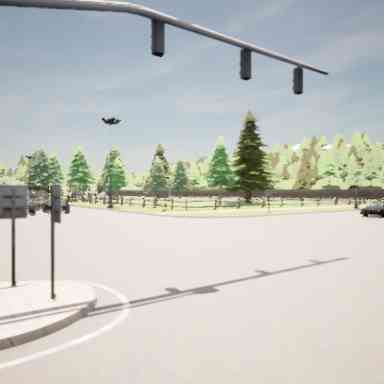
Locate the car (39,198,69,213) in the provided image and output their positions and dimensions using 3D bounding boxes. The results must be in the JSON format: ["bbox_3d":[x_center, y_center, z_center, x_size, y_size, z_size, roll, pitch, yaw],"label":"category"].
[{"bbox_3d":[-15.203,1.475,37.051,1.882,1.535,5.008,0,0,-36],"label":"car"}]

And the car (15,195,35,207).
[{"bbox_3d":[-26.671,1.346,53.060,2.097,1.767,4.553,0,0,-36],"label":"car"}]

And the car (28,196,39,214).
[{"bbox_3d":[-17.785,1.474,34.645,1.882,1.535,5.008,0,0,-36],"label":"car"}]

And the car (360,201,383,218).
[{"bbox_3d":[17.690,1.560,30.681,5.357,1.411,2.033,0,0,-35],"label":"car"}]
